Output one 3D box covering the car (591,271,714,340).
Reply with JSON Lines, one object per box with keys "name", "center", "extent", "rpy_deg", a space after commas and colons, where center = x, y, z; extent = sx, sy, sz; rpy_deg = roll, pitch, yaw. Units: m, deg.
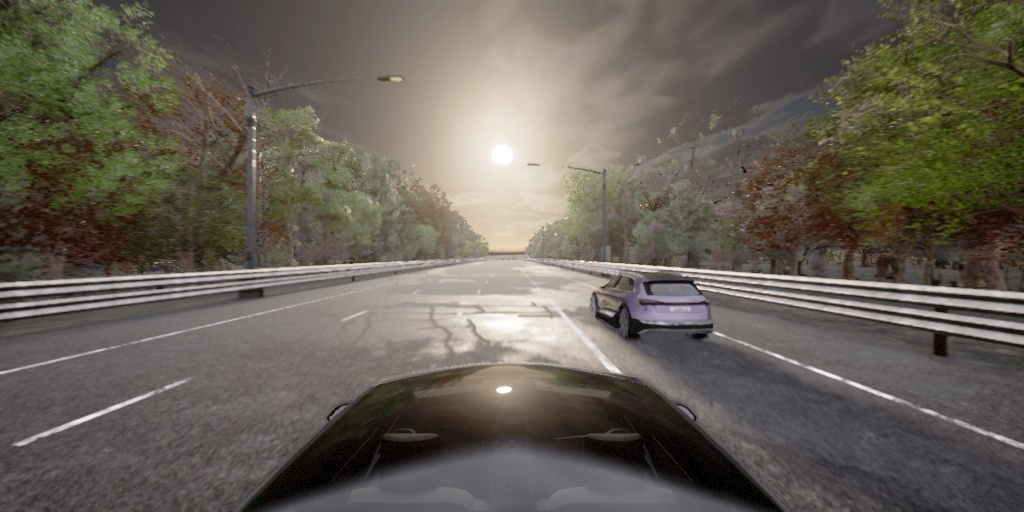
{"name": "car", "center": [3.585, 1.215, 9.962], "extent": [2.033, 1.649, 4.856], "rpy_deg": [0, 0, -1]}
